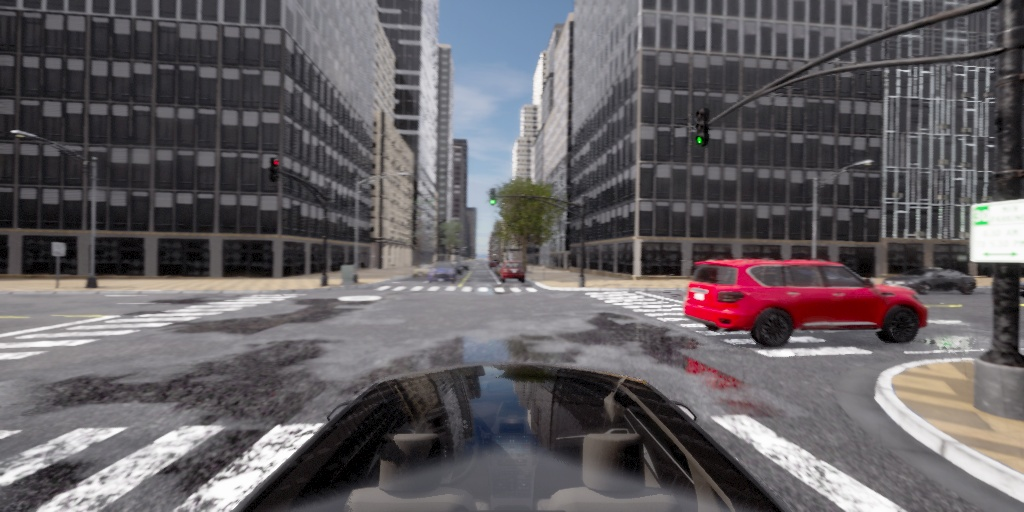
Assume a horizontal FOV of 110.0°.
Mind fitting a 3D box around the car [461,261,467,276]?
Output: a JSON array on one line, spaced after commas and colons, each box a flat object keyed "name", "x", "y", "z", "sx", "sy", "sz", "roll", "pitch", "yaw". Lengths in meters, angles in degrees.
[{"name": "car", "x": -6.766, "y": 1.630, "z": 42.519, "sx": 1.895, "sy": 1.301, "sz": 4.718, "roll": 1, "pitch": -1, "yaw": -5}]

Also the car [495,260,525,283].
[{"name": "car", "x": -0.027, "y": 1.360, "z": 31.409, "sx": 2.192, "sy": 1.841, "sz": 5.009, "roll": 0, "pitch": 0, "yaw": -5}]

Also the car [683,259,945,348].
[{"name": "car", "x": 7.403, "y": 1.099, "z": 9.363, "sx": 5.566, "sy": 2.045, "sz": 2.150, "roll": 0, "pitch": 0, "yaw": -6}]

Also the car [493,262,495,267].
[{"name": "car", "x": -0.998, "y": 1.663, "z": 42.818, "sx": 1.751, "sy": 1.417, "sz": 4.829, "roll": 0, "pitch": 0, "yaw": -5}]

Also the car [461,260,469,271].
[{"name": "car", "x": -8.055, "y": 1.508, "z": 58.269, "sx": 2.097, "sy": 1.767, "sz": 4.553, "roll": 1, "pitch": 0, "yaw": -4}]

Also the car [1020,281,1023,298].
[{"name": "car", "x": 28.590, "y": 1.487, "z": 18.161, "sx": 5.357, "sy": 1.411, "sz": 2.033, "roll": 0, "pitch": 0, "yaw": -6}]

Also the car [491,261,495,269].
[{"name": "car", "x": -1.462, "y": 1.765, "z": 48.269, "sx": 1.802, "sy": 1.307, "sz": 4.207, "roll": 0, "pitch": 0, "yaw": -5}]

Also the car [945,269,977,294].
[{"name": "car", "x": 24.404, "y": 1.450, "z": 21.000, "sx": 4.674, "sy": 1.442, "sz": 1.812, "roll": -1, "pitch": 0, "yaw": -6}]

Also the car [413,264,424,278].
[{"name": "car", "x": -8.840, "y": 1.455, "z": 36.147, "sx": 1.751, "sy": 1.417, "sz": 4.829, "roll": 0, "pitch": 0, "yaw": -5}]

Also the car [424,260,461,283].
[{"name": "car", "x": -5.645, "y": 1.276, "z": 29.674, "sx": 2.097, "sy": 1.767, "sz": 4.553, "roll": 1, "pitch": -1, "yaw": -5}]
